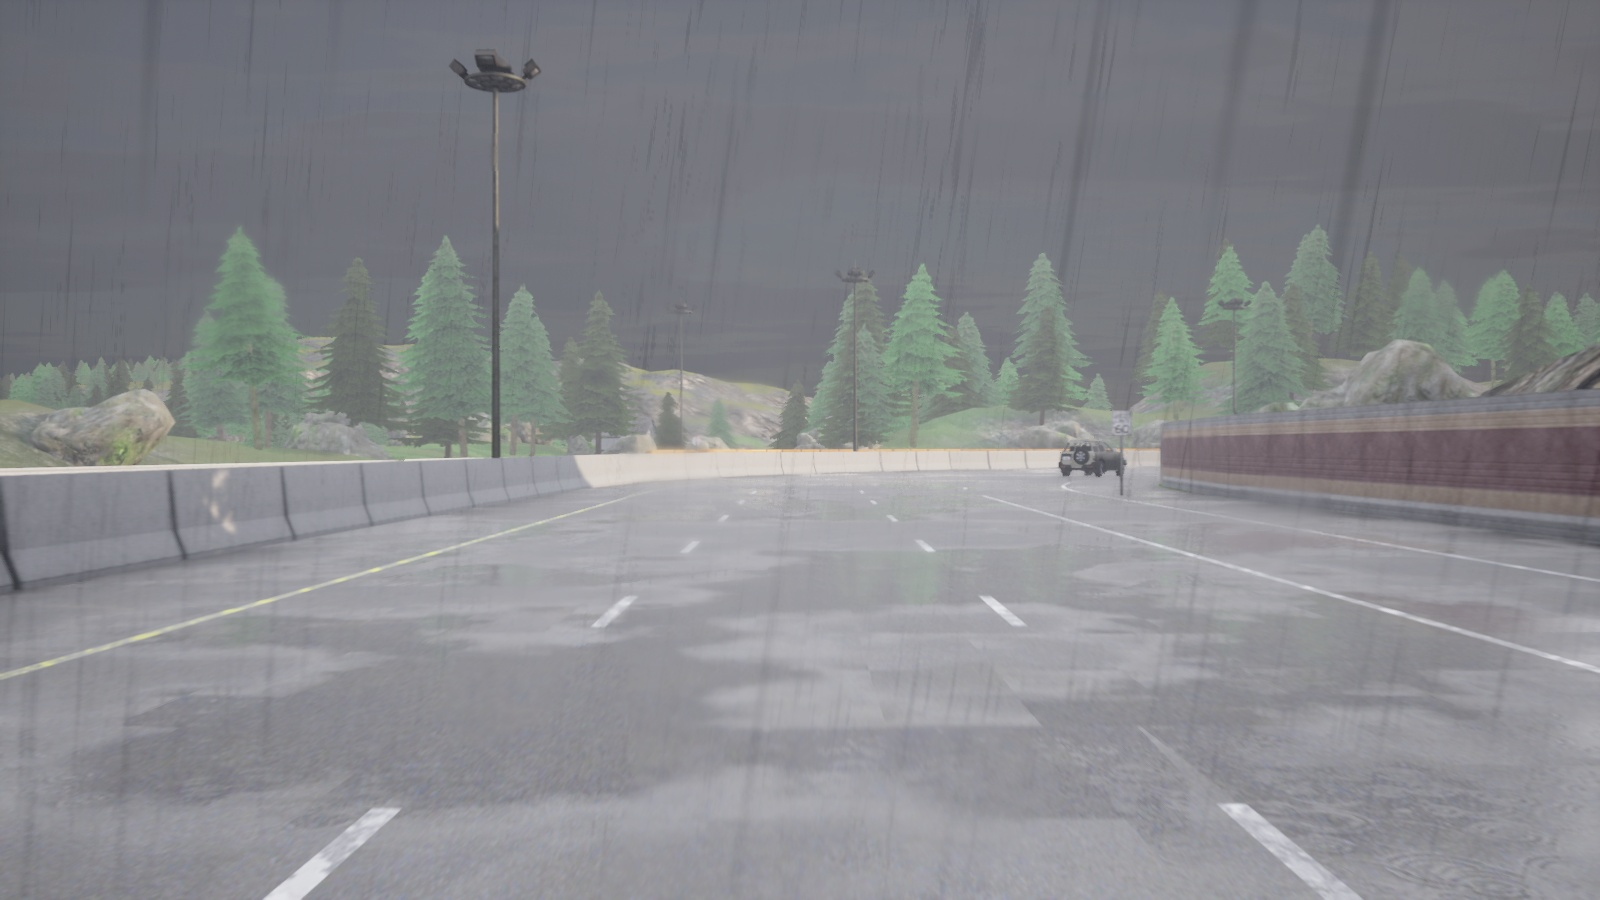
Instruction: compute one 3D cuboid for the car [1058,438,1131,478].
[{"bbox_3d":[14.404,0.391,61.262,1.932,1.855,4.605,0,0,35],"label":"car"}]
